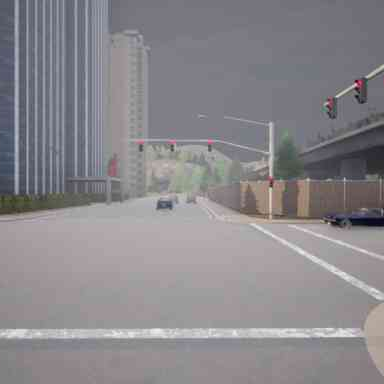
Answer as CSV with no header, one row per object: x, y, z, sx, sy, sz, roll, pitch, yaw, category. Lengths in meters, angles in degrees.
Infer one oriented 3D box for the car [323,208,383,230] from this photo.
10.945,1.656,21.122,4.718,1.301,1.895,0,0,2,car

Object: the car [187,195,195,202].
-0.163,1.385,73.919,1.812,1.442,4.674,0,0,0,car

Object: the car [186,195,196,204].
-0.140,1.547,63.517,2.033,1.411,5.357,0,0,0,car

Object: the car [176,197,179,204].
-3.627,1.548,65.528,2.033,1.411,5.357,0,0,0,car

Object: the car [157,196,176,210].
-3.493,1.477,43.738,1.882,1.535,5.008,0,0,0,car
